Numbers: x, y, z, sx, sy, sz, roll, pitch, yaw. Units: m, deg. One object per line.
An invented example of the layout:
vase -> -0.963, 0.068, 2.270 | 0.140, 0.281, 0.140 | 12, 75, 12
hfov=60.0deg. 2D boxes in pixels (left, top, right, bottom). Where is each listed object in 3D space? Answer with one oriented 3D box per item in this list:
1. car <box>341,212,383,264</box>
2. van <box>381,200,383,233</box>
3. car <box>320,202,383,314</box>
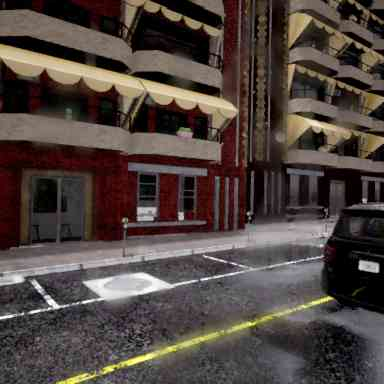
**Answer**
car -> 7.637, 1.534, 12.228 | 4.674, 1.442, 1.812 | 0, 0, -36
van -> 12.475, 1.358, 18.679 | 3.998, 1.788, 1.690 | 0, 1, -35
car -> 4.889, 1.227, 6.643 | 5.566, 2.045, 2.150 | 0, 0, -35
